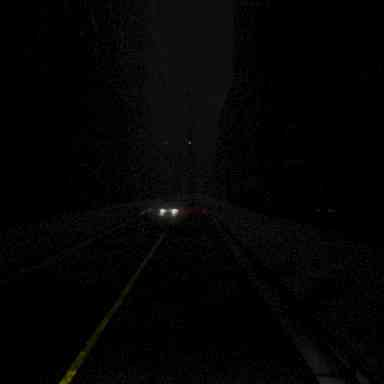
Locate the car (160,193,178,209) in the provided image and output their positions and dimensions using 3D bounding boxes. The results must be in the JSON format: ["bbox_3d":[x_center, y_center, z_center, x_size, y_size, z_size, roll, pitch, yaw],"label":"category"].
[{"bbox_3d":[-3.074,1.197,45.343,2.150,2.045,5.566,0,0,0],"label":"car"}]

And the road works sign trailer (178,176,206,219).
[{"bbox_3d":[0.007,0.442,28.372,2.380,3.560,2.880,0,0,0],"label":"road works sign trailer"}]
